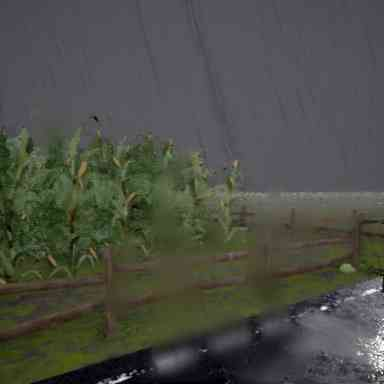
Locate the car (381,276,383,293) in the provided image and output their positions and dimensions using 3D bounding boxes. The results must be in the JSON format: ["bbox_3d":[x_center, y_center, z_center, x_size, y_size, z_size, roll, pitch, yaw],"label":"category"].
[{"bbox_3d":[5.927,1.571,7.177,4.181,1.385,1.994,0,0,-36],"label":"car"}]
